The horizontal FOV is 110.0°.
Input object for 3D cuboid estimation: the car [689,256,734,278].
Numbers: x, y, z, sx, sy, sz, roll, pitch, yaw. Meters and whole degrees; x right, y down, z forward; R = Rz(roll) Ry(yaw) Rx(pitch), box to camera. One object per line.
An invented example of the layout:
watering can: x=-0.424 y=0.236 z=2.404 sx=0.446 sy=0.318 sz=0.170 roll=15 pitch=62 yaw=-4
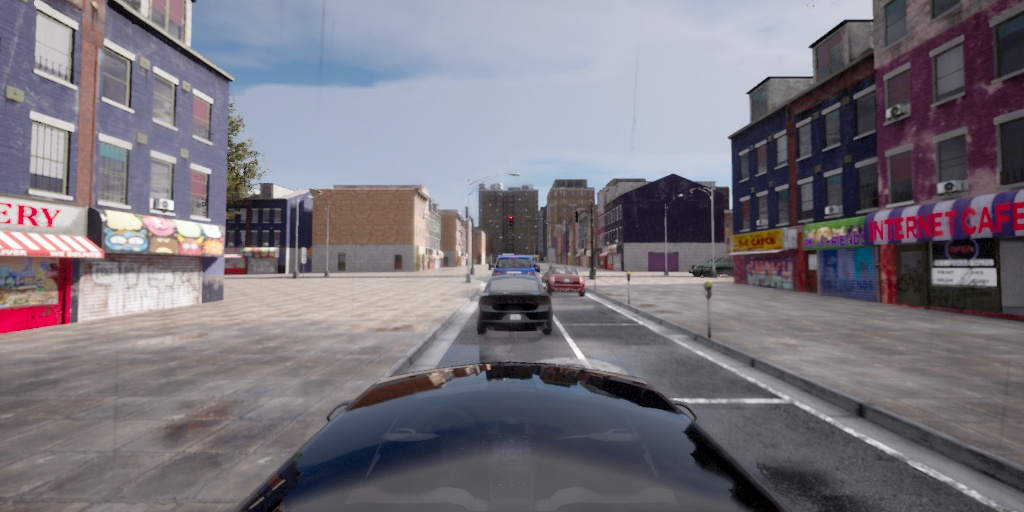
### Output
car: x=19.838 y=1.049 z=33.986 sx=5.566 sy=2.045 sz=2.150 roll=0 pitch=-2 yaw=0

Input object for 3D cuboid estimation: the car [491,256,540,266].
car: x=0.088 y=0.996 z=18.494 sx=2.150 sy=2.045 sz=5.566 roll=0 pitch=0 yaw=0

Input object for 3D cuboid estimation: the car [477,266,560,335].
car: x=0.048 y=1.237 z=10.600 sx=1.882 sy=1.535 sz=5.008 roll=0 pitch=0 yaw=-1

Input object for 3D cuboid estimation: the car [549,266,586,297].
car: x=2.636 y=1.215 z=19.178 sx=1.967 sy=1.591 sz=4.097 roll=0 pitch=0 yaw=0
